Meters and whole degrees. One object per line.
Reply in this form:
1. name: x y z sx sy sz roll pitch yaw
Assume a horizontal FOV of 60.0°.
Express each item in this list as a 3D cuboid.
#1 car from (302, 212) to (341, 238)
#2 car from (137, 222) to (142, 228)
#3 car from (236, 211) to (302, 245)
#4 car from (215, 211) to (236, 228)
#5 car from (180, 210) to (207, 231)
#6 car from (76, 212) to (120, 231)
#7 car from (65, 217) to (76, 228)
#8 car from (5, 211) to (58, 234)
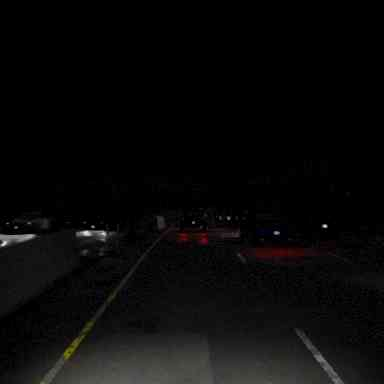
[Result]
1. car: 7.099 1.895 19.757 1.994 1.385 4.181 0 -3 0
2. car: -10.501 6.357 63.048 1.882 1.535 5.008 0 -8 0
3. car: 3.600 1.679 16.604 1.882 1.535 5.008 0 -2 0
4. car: 3.599 2.875 34.714 2.097 1.767 4.553 0 -6 0
5. car: 0.099 2.143 25.313 1.882 1.535 5.008 0 -4 0
6. car: -7.076 2.299 26.462 2.033 1.411 5.357 0 -4 0
7. car: -14.055 3.841 41.243 1.837 1.490 4.892 0 -8 0
8. car: -10.595 1.999 22.384 1.812 1.442 4.674 0 -3 0
